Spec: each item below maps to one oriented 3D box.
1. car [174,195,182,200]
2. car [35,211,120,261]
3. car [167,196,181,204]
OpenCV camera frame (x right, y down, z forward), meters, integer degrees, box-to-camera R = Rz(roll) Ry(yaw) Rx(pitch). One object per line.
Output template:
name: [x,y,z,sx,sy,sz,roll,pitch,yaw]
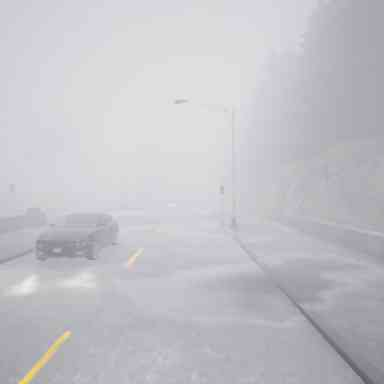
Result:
car: [-4.052,1.693,95.537,1.994,1.385,4.181,0,0,0]
car: [-4.087,1.503,12.607,1.882,1.535,5.008,0,0,0]
car: [-4.038,1.664,69.924,2.128,1.511,4.902,0,0,0]
